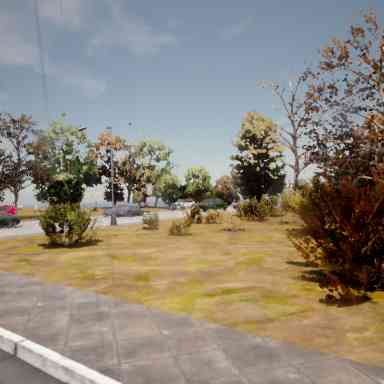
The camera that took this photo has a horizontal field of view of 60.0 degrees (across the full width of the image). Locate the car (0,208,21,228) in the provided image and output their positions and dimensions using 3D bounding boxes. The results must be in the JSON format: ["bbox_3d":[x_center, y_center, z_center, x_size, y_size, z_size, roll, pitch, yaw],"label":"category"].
[{"bbox_3d":[-16.840,2.410,27.825,1.812,1.442,4.674,-3,-2,33],"label":"car"}]

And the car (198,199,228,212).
[{"bbox_3d":[3.718,2.097,53.504,2.150,2.045,5.566,-3,-2,32],"label":"car"}]

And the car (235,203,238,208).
[{"bbox_3d":[9.368,2.575,62.406,1.895,1.301,4.718,-3,-2,33],"label":"car"}]

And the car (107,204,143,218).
[{"bbox_3d":[-8.028,2.498,41.613,1.994,1.385,4.181,-3,-2,32],"label":"car"}]

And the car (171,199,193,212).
[{"bbox_3d":[-1.518,2.248,58.525,2.150,2.045,5.566,-3,-2,32],"label":"car"}]

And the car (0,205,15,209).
[{"bbox_3d":[-19.102,2.266,30.769,2.150,2.045,5.566,-3,-1,33],"label":"car"}]

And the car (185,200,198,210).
[{"bbox_3d":[1.482,2.588,56.684,2.128,1.511,4.902,-3,-2,32],"label":"car"}]

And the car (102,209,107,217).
[{"bbox_3d":[-10.032,2.455,45.000,2.097,1.767,4.553,-3,-2,33],"label":"car"}]
